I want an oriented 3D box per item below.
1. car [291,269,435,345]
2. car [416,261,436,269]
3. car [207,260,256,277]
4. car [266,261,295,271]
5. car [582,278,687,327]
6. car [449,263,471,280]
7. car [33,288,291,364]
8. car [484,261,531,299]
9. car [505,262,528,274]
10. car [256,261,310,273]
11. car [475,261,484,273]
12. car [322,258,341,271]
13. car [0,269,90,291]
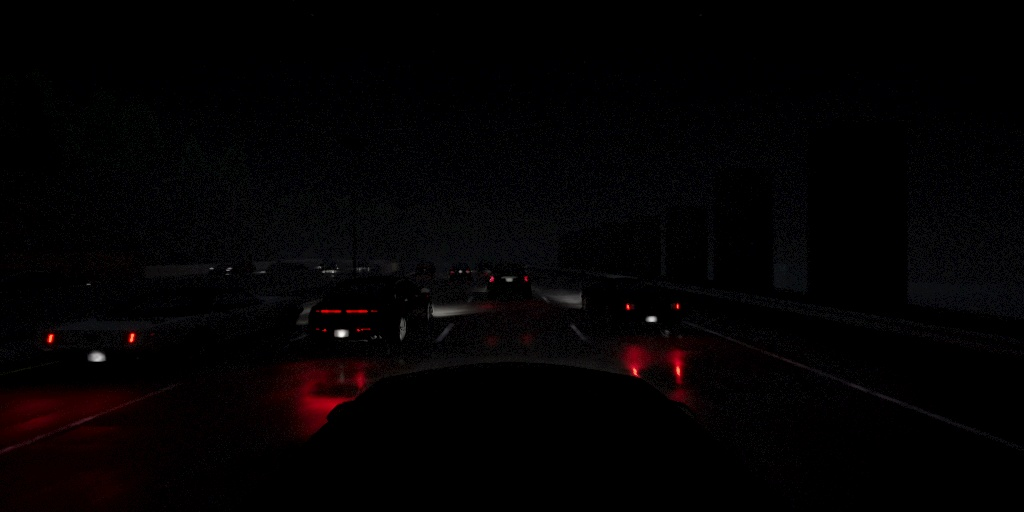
[{"bbox_3d":[-3.426,1.278,9.533,1.837,1.490,4.892,0,0,-1],"label":"car"},{"bbox_3d":[-9.582,1.319,39.955,1.882,1.535,5.008,0,0,-10],"label":"car"},{"bbox_3d":[-26.507,1.227,34.130,2.097,1.767,4.553,0,0,-7],"label":"car"},{"bbox_3d":[-34.376,1.475,53.399,2.033,1.411,5.357,0,0,-15],"label":"car"},{"bbox_3d":[3.594,1.359,11.586,1.895,1.301,4.718,0,0,-1],"label":"car"},{"bbox_3d":[-4.667,1.362,32.190,2.033,1.411,5.357,0,0,-9],"label":"car"},{"bbox_3d":[-6.863,1.380,8.129,1.895,1.301,4.718,0,0,-1],"label":"car"},{"bbox_3d":[-0.247,1.131,18.539,2.097,1.767,4.553,0,0,-3],"label":"car"},{"bbox_3d":[0.508,1.383,42.607,1.994,1.385,4.181,0,0,-11],"label":"car"},{"bbox_3d":[-19.095,1.342,30.631,2.128,1.511,4.902,0,0,-7],"label":"car"},{"bbox_3d":[-3.668,1.342,46.273,1.837,1.490,4.892,1,0,-12],"label":"car"},{"bbox_3d":[-27.573,1.439,54.928,1.812,1.442,4.674,0,0,-15],"label":"car"},{"bbox_3d":[-21.333,1.321,15.290,2.128,1.511,4.902,0,0,-2],"label":"car"}]
